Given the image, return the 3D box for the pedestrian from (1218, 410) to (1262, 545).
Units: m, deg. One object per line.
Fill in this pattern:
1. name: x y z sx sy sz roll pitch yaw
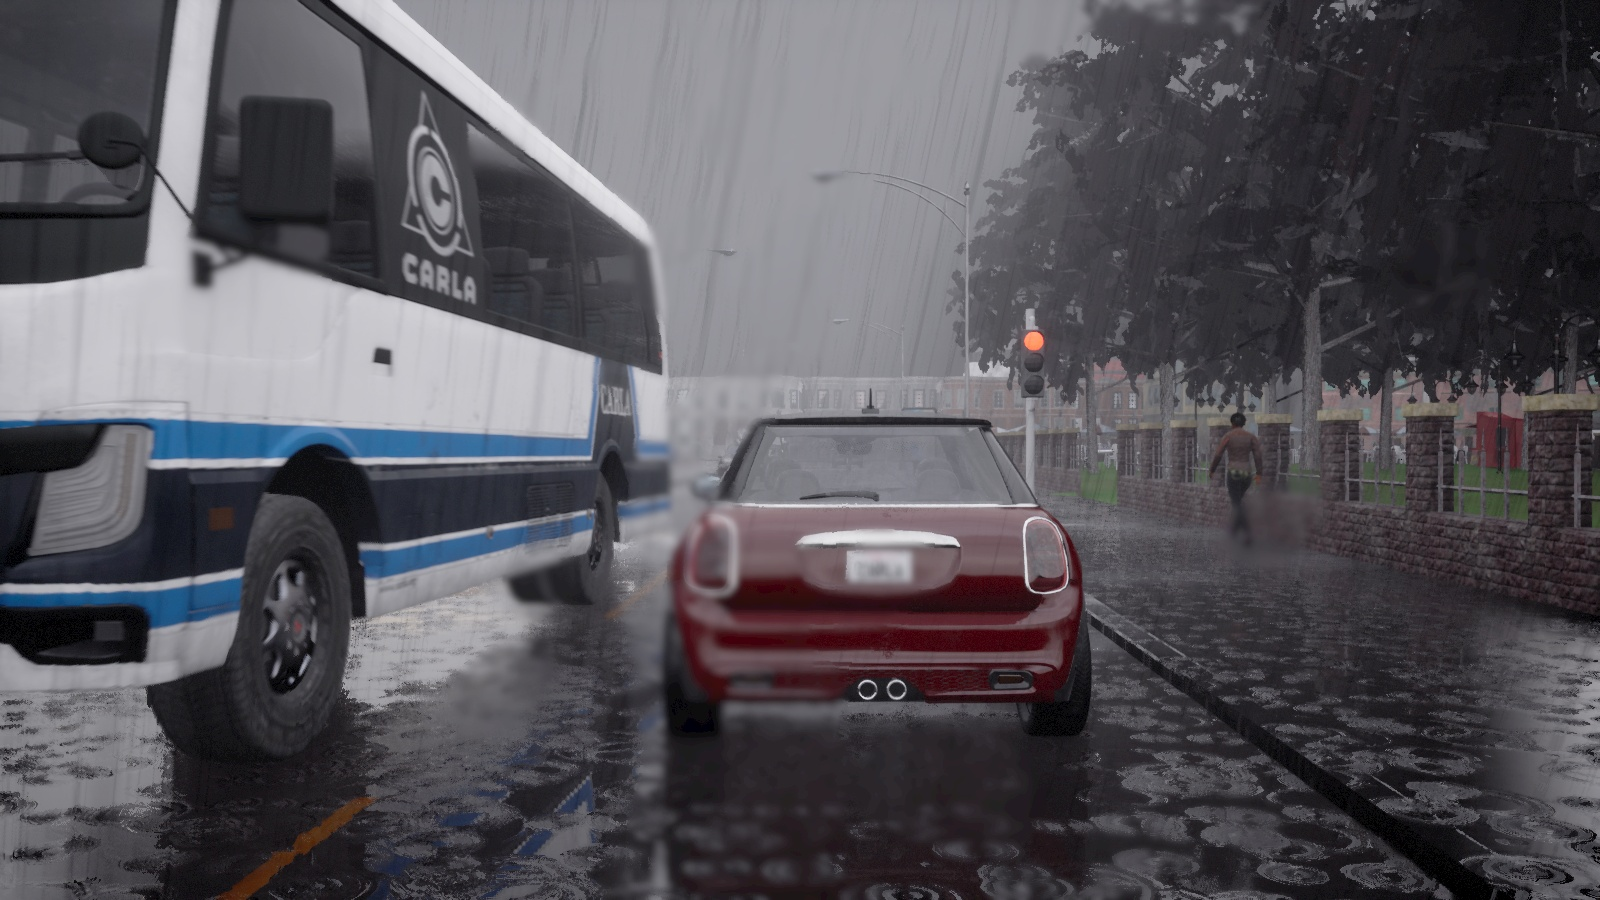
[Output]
1. pedestrian: 5.994 0.364 17.135 0.328 1.805 0.869 0 0 2

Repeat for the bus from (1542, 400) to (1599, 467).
1. bus: 52.295 -1.040 80.245 3.944 4.253 10.273 0 0 2

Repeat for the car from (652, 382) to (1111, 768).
1. car: 0.361 0.560 8.016 2.097 1.767 4.553 0 0 0

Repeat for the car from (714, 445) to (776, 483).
1. car: -2.120 0.509 50.148 2.033 1.411 5.357 0 0 2

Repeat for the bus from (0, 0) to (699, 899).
1. bus: -3.583 -0.683 8.990 3.944 4.253 10.273 0 0 6
